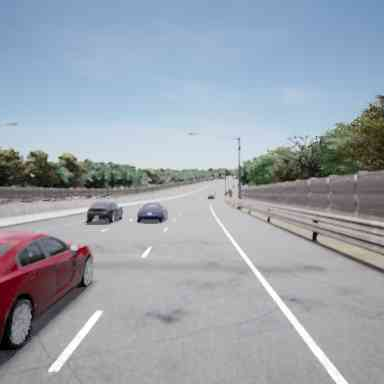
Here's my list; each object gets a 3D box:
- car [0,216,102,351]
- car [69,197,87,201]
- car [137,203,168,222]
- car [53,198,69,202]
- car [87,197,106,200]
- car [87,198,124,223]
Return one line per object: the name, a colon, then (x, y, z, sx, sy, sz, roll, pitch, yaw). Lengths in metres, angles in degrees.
car: (-3.364, 1.467, 6.192, 1.882, 1.535, 5.008, 0, 0, 0)
car: (-19.497, 1.646, 58.813, 1.812, 1.442, 4.674, 0, 0, 3)
car: (-3.058, 1.559, 26.355, 1.994, 1.385, 4.181, 0, 0, 1)
car: (-22.974, 1.714, 59.227, 1.895, 1.301, 4.718, 0, 0, 3)
car: (-16.030, 1.619, 58.395, 2.128, 1.511, 4.902, 0, 0, 3)
car: (-6.577, 1.494, 25.552, 1.837, 1.490, 4.892, 0, 0, 1)
